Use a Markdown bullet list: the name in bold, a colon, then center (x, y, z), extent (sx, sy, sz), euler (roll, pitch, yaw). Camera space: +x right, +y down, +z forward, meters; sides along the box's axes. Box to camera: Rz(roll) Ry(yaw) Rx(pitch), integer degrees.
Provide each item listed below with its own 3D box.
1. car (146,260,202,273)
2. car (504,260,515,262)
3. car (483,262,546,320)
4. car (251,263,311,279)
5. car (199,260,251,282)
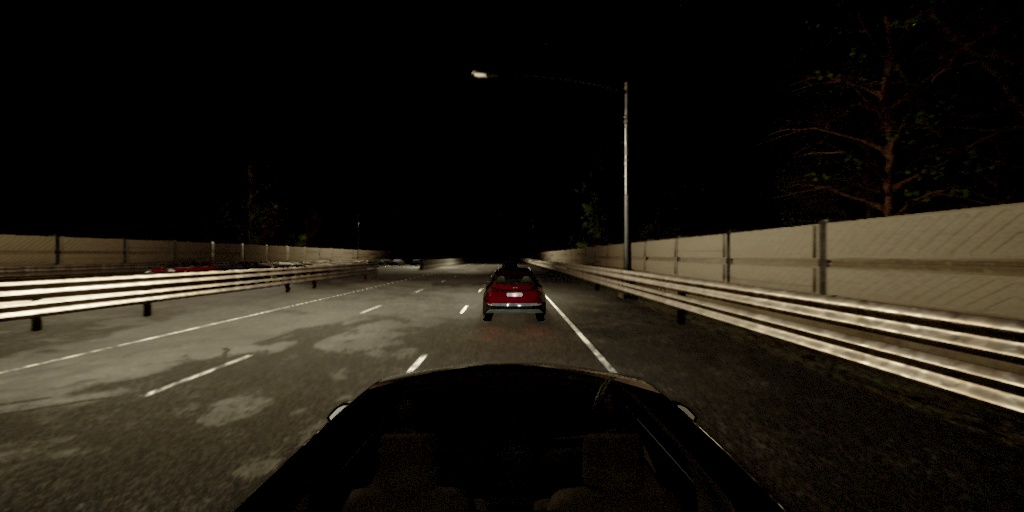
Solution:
- **car**: center (-24.821, 1.110, 27.114), extent (2.097, 1.767, 4.553), euler (0, 0, 0)
- **car**: center (-0.287, 1.266, 43.204), extent (1.837, 1.490, 4.892), euler (0, 0, -1)
- **car**: center (0.065, 1.182, 12.584), extent (2.033, 1.649, 4.856), euler (0, 0, 0)
- **car**: center (-17.811, 1.282, 28.296), extent (1.812, 1.442, 4.674), euler (0, 0, 0)
- **car**: center (-21.310, 1.235, 28.234), extent (1.882, 1.535, 5.008), euler (0, 0, 0)
